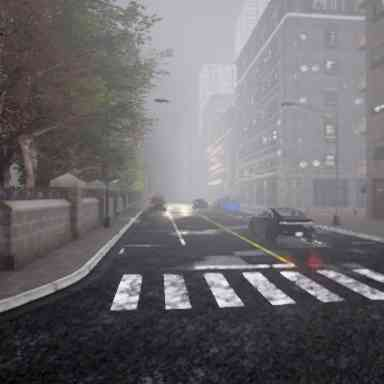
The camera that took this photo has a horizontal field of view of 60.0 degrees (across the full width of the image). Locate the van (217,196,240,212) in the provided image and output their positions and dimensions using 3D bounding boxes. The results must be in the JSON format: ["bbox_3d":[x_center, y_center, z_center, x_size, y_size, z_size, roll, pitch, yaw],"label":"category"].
[{"bbox_3d":[4.479,1.426,39.178,1.690,1.788,3.998,0,0,-6],"label":"van"}]

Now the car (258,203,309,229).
[{"bbox_3d":[6.072,1.551,22.808,1.752,1.417,4.829,0,0,-6],"label":"car"}]

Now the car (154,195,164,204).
[{"bbox_3d":[-7.083,1.511,71.438,2.192,1.841,5.009,0,0,-6],"label":"car"}]

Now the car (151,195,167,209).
[{"bbox_3d":[-4.935,1.423,49.388,2.192,1.841,5.009,0,0,-6],"label":"car"}]

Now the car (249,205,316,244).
[{"bbox_3d":[4.111,1.488,15.817,2.128,1.511,4.902,0,0,-5],"label":"car"}]

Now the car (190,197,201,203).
[{"bbox_3d":[0.719,1.788,77.764,2.008,1.369,4.403,0,0,-6],"label":"car"}]

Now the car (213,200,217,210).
[{"bbox_3d":[3.942,1.546,44.690,1.967,1.590,4.097,0,0,-6],"label":"car"}]

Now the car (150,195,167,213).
[{"bbox_3d":[-3.862,1.507,38.362,1.967,1.590,4.097,0,0,-6],"label":"car"}]

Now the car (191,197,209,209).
[{"bbox_3d":[1.157,1.632,46.105,1.812,1.442,4.674,0,0,-5],"label":"car"}]
